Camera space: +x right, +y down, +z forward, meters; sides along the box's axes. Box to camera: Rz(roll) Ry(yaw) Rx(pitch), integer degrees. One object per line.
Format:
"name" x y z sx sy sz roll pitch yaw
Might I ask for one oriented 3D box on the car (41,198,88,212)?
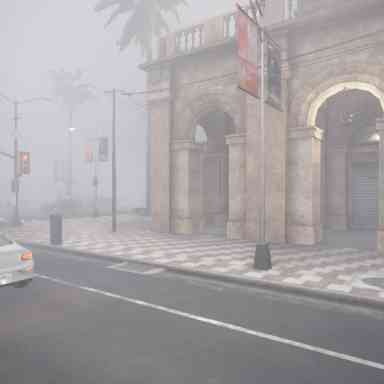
"car" -14.899 1.501 38.303 1.837 1.490 4.892 0 1 36

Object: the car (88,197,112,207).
"car" -13.884 1.513 51.058 2.161 1.482 4.786 0 0 35

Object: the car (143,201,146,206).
"car" -5.358 1.601 51.641 1.895 1.301 4.718 0 0 36

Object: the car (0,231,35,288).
"car" -5.584 1.526 7.930 4.674 1.442 1.812 0 0 36
